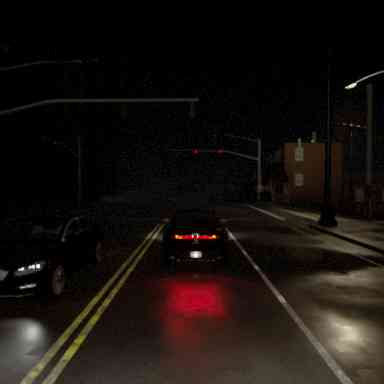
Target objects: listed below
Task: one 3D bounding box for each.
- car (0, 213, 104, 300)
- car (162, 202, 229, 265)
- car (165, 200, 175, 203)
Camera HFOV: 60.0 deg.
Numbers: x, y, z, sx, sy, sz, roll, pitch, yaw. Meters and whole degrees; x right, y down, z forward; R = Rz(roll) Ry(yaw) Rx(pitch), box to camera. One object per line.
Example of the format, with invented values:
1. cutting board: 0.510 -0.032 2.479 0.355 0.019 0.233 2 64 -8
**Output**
1. car: -3.568 1.322 8.181 2.128 1.511 4.902 0 1 0
2. car: 0.098 1.283 10.818 1.837 1.490 4.892 0 1 0
3. car: -3.574 2.140 56.648 2.033 1.411 5.357 0 -10 0
